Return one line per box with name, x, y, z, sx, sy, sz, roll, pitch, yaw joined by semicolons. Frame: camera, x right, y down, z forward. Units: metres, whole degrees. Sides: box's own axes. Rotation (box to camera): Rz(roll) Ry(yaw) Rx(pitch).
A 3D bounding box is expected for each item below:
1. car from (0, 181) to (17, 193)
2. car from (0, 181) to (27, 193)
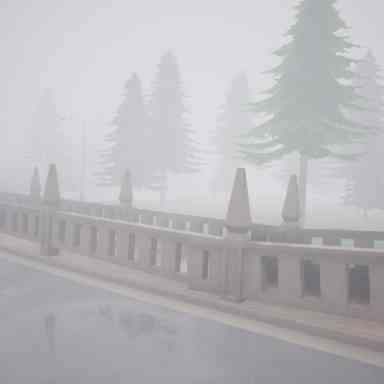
car;-23.822;-0.639;39.835;1.812;1.442;4.674;4;3;37
car;-21.273;-0.475;37.412;1.882;1.535;5.008;4;3;37
